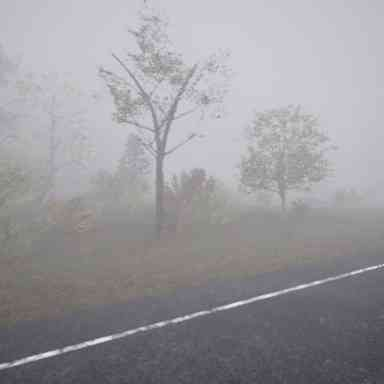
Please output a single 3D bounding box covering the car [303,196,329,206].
[{"bbox_3d":[19.487,1.382,52.259,1.812,1.442,4.674,0,0,-37],"label":"car"}]
